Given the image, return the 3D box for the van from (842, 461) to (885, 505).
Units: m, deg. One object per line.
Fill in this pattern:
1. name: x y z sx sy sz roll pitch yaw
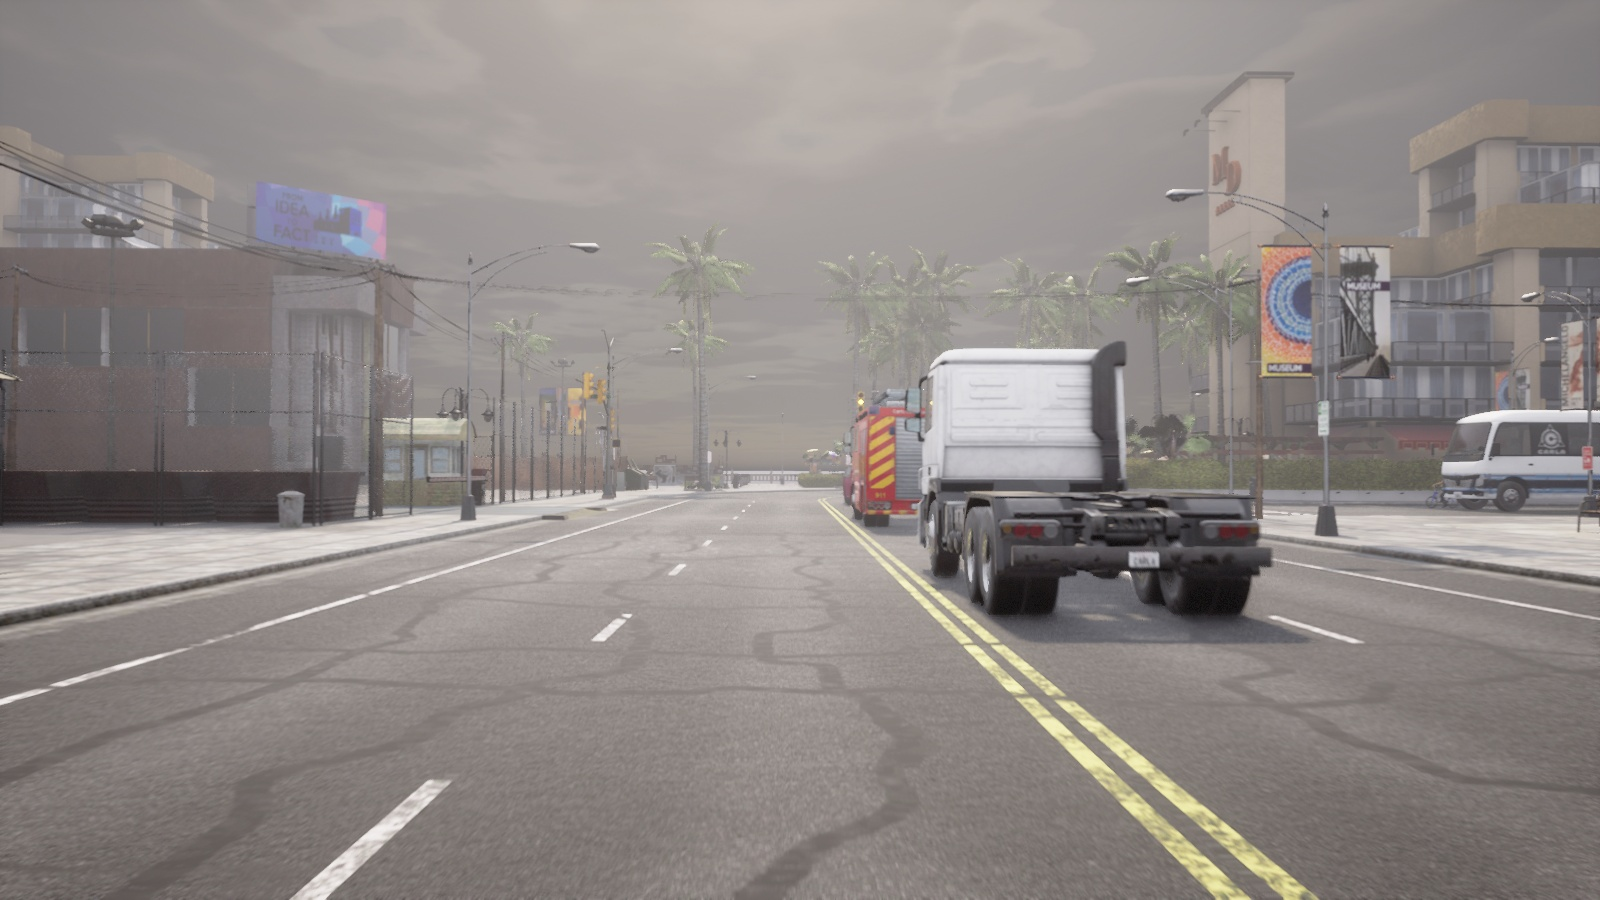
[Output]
1. van: 2.951 1.549 59.377 1.775 1.987 4.442 0 -1 -1

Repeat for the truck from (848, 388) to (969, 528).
1. truck: 3.145 0.284 38.636 2.891 3.827 8.468 0 -1 -1

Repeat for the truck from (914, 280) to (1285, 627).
1. truck: 3.356 0.096 16.523 2.891 3.462 7.936 0 -1 -1

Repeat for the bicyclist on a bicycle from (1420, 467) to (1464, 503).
1. bicyclist on a bicycle: 28.899 1.580 56.562 1.509 1.612 0.866 0 -1 -1

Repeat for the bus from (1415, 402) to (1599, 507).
1. bus: 32.173 0.197 53.185 10.273 4.253 3.944 0 -1 -1
